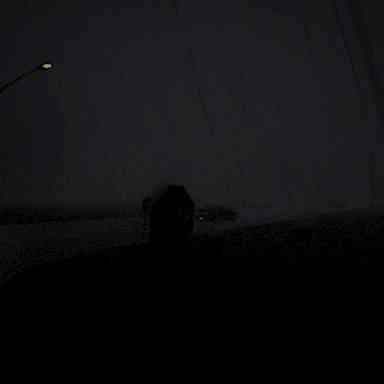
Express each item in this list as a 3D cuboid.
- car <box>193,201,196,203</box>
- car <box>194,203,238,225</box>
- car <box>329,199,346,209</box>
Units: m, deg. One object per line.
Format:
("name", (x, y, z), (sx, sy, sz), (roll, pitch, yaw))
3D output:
("car", (-1.080, 1.685, 35.753), (2.097, 1.767, 4.553), (1, -1, 36))
("car", (2.164, 1.890, 28.290), (2.128, 1.511, 4.902), (1, 0, 36))
("car", (28.513, 2.276, 64.749), (2.097, 1.767, 4.553), (1, 0, 36))
